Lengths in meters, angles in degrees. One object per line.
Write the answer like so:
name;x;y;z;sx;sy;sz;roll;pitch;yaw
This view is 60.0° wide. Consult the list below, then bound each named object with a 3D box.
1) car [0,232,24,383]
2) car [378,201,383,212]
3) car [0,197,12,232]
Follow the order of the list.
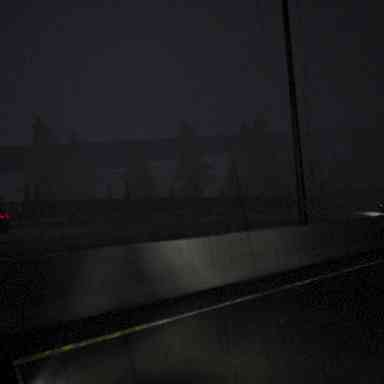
car;-3.198;1.380;1.465;4.553;1.767;2.097;-1;1;-36
car;18.751;1.042;30.149;4.674;1.442;1.812;-1;1;-35
car;-10.565;1.232;13.635;5.566;2.045;2.150;-1;1;-35
